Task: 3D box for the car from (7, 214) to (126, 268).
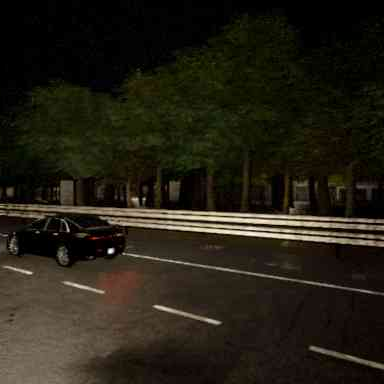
[{"bbox_3d":[-4.390,1.505,11.304,4.892,1.490,1.837,0,0,36],"label":"car"}]
